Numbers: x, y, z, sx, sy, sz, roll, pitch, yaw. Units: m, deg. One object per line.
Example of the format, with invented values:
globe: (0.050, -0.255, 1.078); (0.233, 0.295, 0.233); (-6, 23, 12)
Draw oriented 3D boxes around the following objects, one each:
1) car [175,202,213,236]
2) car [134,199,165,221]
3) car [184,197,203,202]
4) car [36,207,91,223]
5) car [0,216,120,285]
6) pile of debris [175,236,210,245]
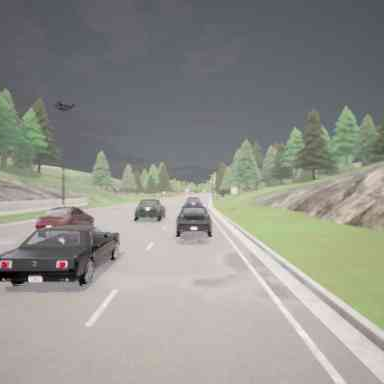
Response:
car: (0.106, 1.508, 18.463); (1.837, 1.490, 4.892); (0, 0, 0)
car: (-3.376, 1.355, 27.395); (2.097, 1.767, 4.553); (0, 0, 0)
car: (0.150, 1.358, 38.079); (2.097, 1.767, 4.553); (0, 0, 0)
car: (-6.884, 1.526, 18.262); (1.812, 1.442, 4.674); (0, 0, 0)
car: (-3.391, 1.601, 9.437); (1.895, 1.301, 4.718); (0, 0, 0)
pile of debris: (0.012, 2.178, 14.968); (1.500, 0.140, 1.860); (0, 0, 0)
